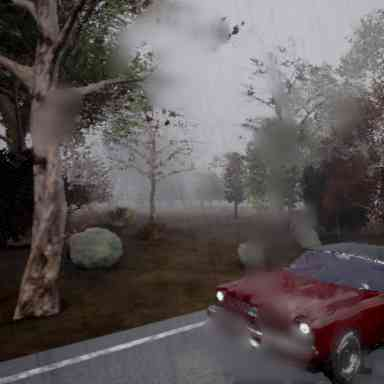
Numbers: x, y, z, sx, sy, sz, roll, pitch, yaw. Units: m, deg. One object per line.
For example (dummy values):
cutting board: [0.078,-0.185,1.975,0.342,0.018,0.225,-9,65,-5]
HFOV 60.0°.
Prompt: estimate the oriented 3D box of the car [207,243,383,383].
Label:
car: [2.569,1.607,5.517,4.718,1.301,1.895,0,0,-36]
